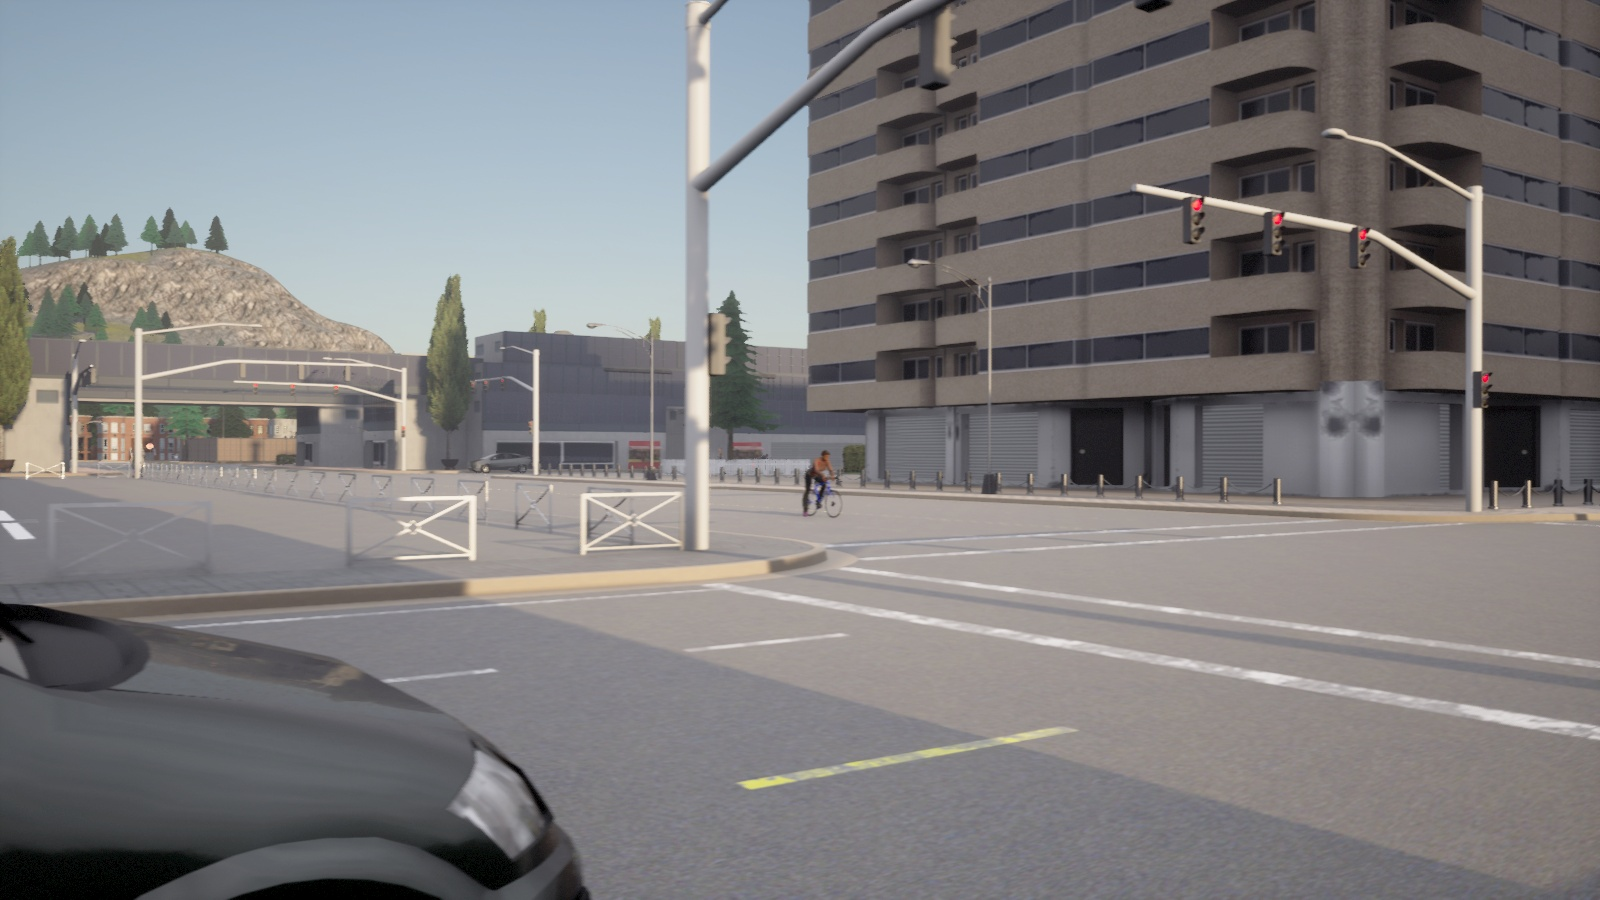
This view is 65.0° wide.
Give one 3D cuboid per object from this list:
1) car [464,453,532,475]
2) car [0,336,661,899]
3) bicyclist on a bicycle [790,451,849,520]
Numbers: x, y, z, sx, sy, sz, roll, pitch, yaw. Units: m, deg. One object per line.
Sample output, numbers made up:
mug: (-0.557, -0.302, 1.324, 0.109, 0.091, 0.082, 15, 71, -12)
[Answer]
car: (-22.315, 1.022, 92.868, 4.514, 1.525, 2.007, 0, 0, -35)
car: (-2.425, 0.653, 1.971, 3.988, 1.617, 1.851, 0, 0, -35)
bicyclist on a bicycle: (0.458, 0.826, 30.333, 0.582, 1.620, 1.656, 0, 0, -35)
